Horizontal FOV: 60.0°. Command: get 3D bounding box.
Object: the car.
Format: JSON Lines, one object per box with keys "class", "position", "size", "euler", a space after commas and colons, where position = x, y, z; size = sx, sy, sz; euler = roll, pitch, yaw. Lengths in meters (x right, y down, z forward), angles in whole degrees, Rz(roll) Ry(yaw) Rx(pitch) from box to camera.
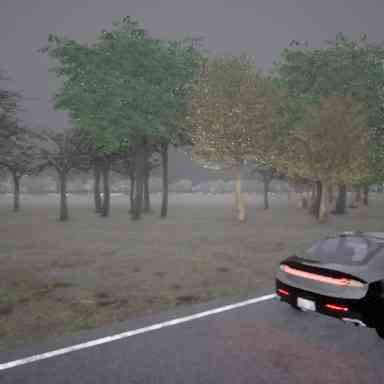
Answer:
{"class": "car", "position": [3.735, 1.519, 6.536], "size": [4.902, 1.511, 2.128], "euler": [0, 0, -36]}
